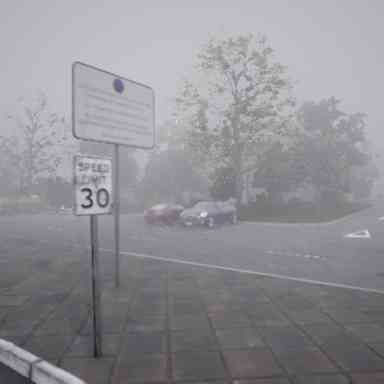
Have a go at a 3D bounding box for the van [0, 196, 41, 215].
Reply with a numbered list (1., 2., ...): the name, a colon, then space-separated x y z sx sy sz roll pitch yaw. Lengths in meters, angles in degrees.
1. van: -18.563 1.397 35.466 1.878 1.987 4.442 -1 -1 35

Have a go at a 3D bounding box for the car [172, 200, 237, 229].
1. car: 1.132 1.331 21.806 2.185 1.767 4.553 0 0 35

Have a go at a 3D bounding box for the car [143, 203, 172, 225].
1. car: -1.489 1.501 23.590 2.002 1.452 4.674 0 0 35
